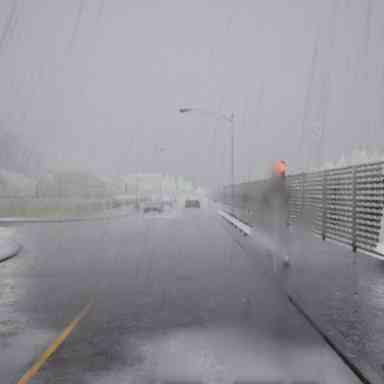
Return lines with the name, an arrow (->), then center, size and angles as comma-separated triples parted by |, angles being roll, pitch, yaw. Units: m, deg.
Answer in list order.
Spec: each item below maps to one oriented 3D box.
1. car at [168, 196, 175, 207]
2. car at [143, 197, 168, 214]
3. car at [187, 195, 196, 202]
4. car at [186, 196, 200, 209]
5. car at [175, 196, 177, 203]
car -> -4.090, 1.529, 52.646 | 1.812, 1.442, 4.674 | 0, 0, 0
car -> -4.103, 1.549, 36.368 | 2.033, 1.411, 5.357 | 0, 0, 0
car -> -0.016, 1.544, 77.767 | 2.033, 1.411, 5.357 | 0, 0, 0
car -> 0.094, 1.480, 46.781 | 1.882, 1.535, 5.008 | 0, 0, 0
car -> -4.020, 1.495, 67.890 | 2.128, 1.511, 4.902 | 0, 0, 0
